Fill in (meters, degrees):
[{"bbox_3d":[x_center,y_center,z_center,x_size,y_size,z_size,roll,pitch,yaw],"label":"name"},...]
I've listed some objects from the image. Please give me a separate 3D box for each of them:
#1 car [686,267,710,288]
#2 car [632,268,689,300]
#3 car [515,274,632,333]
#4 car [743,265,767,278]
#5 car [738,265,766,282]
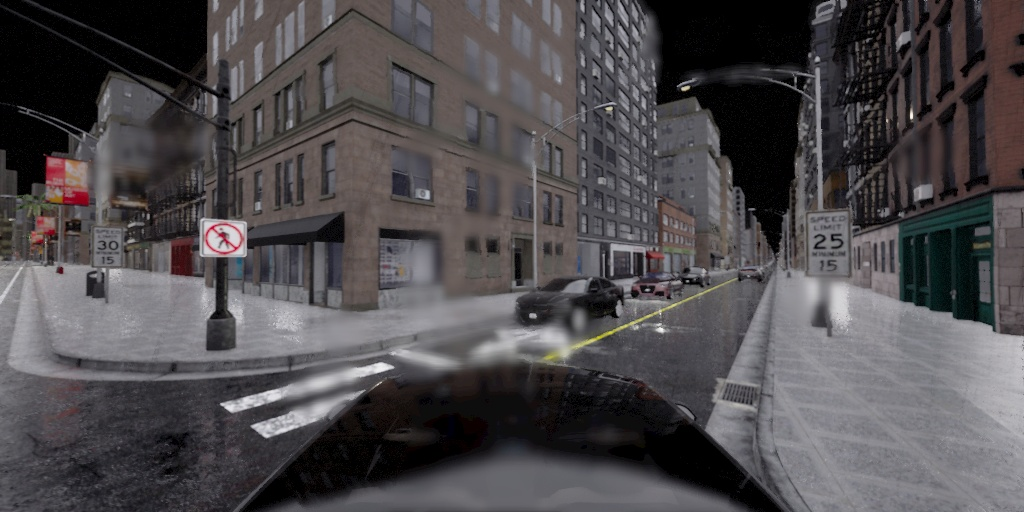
[{"bbox_3d":[14.230,1.620,28.058,1.837,1.490,4.892,-1,-1,37],"label":"car"},{"bbox_3d":[8.036,1.564,19.708,1.994,1.385,4.181,-1,-1,37],"label":"car"},{"bbox_3d":[2.054,1.366,11.652,1.882,1.535,5.008,-1,-1,37],"label":"car"},{"bbox_3d":[29.283,1.830,43.149,2.128,1.511,4.902,-1,-1,37],"label":"car"},{"bbox_3d":[23.343,1.694,35.067,2.128,1.511,4.902,-1,-1,37],"label":"car"}]
